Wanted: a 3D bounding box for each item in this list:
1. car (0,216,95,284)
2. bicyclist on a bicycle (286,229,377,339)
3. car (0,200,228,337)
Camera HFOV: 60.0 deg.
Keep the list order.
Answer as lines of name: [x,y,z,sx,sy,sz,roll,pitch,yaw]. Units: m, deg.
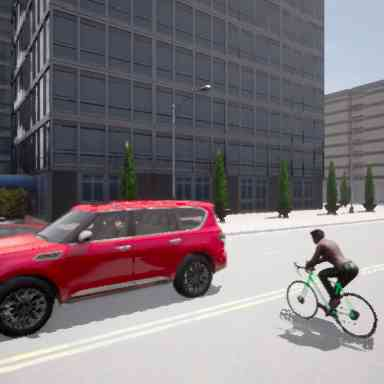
car: [-5.190,1.526,8.872,4.674,1.442,1.812,0,0,-35]
bicyclist on a bicycle: [2.231,1.453,5.527,0.582,1.620,1.656,0,0,-35]
car: [-1.765,1.221,7.015,5.566,2.045,2.150,0,0,-35]
